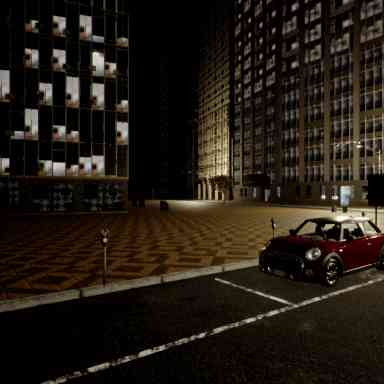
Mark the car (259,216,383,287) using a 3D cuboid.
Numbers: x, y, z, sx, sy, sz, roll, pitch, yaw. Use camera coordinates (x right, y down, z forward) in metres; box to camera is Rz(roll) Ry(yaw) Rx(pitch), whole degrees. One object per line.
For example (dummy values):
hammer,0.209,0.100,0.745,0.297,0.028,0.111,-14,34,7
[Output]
car,3.741,1.439,9.234,4.097,1.590,1.967,0,0,-36
